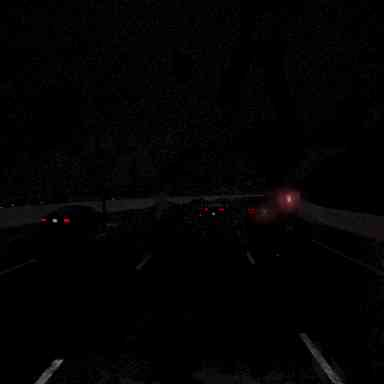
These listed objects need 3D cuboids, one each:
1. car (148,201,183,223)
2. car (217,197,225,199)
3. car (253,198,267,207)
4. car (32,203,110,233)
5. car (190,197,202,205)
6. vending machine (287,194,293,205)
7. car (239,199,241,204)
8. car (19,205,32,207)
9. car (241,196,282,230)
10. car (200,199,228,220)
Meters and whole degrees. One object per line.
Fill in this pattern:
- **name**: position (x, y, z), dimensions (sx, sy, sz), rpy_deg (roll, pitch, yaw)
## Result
- **car**: position (-1.943, 1.458, 25.423), dimensions (1.882, 1.535, 5.008), rpy_deg (0, 0, 8)
- **car**: position (5.071, 1.648, 58.477), dimensions (1.994, 1.385, 4.181), rpy_deg (1, 0, 15)
- **car**: position (11.622, 1.773, 56.611), dimensions (1.895, 1.301, 4.718), rpy_deg (1, 0, 15)
- **car**: position (-6.450, 1.465, 18.920), dimensions (2.033, 1.411, 5.357), rpy_deg (1, 0, 7)
- **car**: position (1.062, 1.593, 56.987), dimensions (1.994, 1.385, 4.181), rpy_deg (1, 0, 15)
- **vending machine**: position (18.783, 1.467, 63.918), dimensions (1.100, 2.100, 0.880), rpy_deg (1, 0, 14)
- **car**: position (10.411, 1.648, 65.087), dimensions (2.128, 1.511, 4.902), rpy_deg (1, 0, 14)
- **car**: position (-14.771, 1.030, 34.371), dimensions (2.150, 2.045, 5.566), rpy_deg (1, 0, 10)
- **car**: position (4.630, 1.291, 22.217), dimensions (2.150, 2.045, 5.566), rpy_deg (0, 0, 8)
- **car**: position (2.107, 1.562, 28.843), dimensions (1.812, 1.442, 4.674), rpy_deg (0, 0, 9)
